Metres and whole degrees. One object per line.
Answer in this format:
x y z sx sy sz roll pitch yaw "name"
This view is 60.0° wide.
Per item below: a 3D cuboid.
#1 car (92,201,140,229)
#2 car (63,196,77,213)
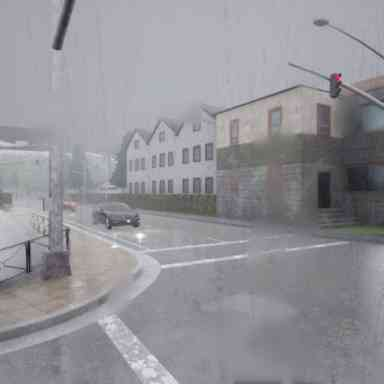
-4.782 1.365 20.475 1.837 1.490 4.892 0 0 -32 "car"
-13.459 1.233 34.575 2.097 1.767 4.553 0 0 -31 "car"
